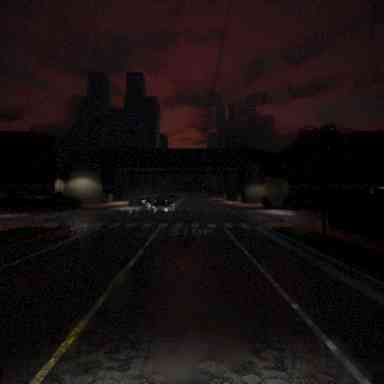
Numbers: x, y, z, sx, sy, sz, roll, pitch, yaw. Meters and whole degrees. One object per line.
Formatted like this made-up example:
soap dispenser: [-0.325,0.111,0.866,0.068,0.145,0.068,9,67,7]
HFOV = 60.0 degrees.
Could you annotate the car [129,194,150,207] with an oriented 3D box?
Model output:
car: [-7.856,1.303,48.113,2.128,1.511,4.902,0,0,2]

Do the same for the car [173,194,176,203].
car: [-4.284,1.298,56.916,1.812,1.442,4.674,0,0,1]

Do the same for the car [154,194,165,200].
car: [-7.779,1.208,80.429,2.033,1.411,5.357,0,0,0]

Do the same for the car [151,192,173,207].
car: [-4.296,1.163,47.923,2.097,1.767,4.553,0,0,-1]

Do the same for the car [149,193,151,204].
car: [-7.782,1.372,57.401,1.895,1.301,4.718,0,0,0]

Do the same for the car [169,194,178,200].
car: [-4.276,1.232,78.438,1.994,1.385,4.181,0,0,0]

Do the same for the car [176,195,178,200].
car: [-4.258,1.232,67.034,1.837,1.490,4.892,0,0,0]

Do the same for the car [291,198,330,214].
car: [12.396,1.377,33.263,4.892,1.490,1.837,1,0,-4]
